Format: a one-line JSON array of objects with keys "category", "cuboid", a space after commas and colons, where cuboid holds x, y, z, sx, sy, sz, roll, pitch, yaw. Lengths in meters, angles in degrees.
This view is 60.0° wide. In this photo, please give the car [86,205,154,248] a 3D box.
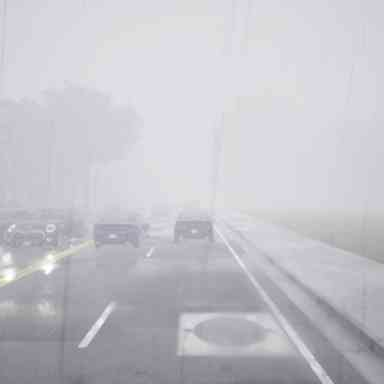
[{"category": "car", "cuboid": [-3.155, 1.621, 15.694, 1.882, 1.535, 5.008, 0, 0, 0]}]

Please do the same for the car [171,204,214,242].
[{"category": "car", "cuboid": [0.095, 1.636, 17.408, 1.882, 1.535, 5.008, 0, 0, 0]}]

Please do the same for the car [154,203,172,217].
[{"category": "car", "cuboid": [-3.197, 1.864, 34.784, 2.033, 1.411, 5.357, 0, 0, 0]}]

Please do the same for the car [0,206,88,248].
[{"category": "car", "cuboid": [-6.596, 1.493, 15.530, 2.097, 1.767, 4.553, 0, 0, 0]}]

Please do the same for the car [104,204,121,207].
[{"category": "car", "cuboid": [-6.509, 1.779, 27.516, 1.837, 1.490, 4.892, 0, -1, 0]}]

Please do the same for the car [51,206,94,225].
[{"category": "car", "cuboid": [-9.758, 1.859, 27.552, 1.895, 1.301, 4.718, 0, -1, 0]}]

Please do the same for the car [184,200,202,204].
[{"category": "car", "cuboid": [0.088, 1.721, 40.594, 2.097, 1.767, 4.553, 0, -1, 0]}]
